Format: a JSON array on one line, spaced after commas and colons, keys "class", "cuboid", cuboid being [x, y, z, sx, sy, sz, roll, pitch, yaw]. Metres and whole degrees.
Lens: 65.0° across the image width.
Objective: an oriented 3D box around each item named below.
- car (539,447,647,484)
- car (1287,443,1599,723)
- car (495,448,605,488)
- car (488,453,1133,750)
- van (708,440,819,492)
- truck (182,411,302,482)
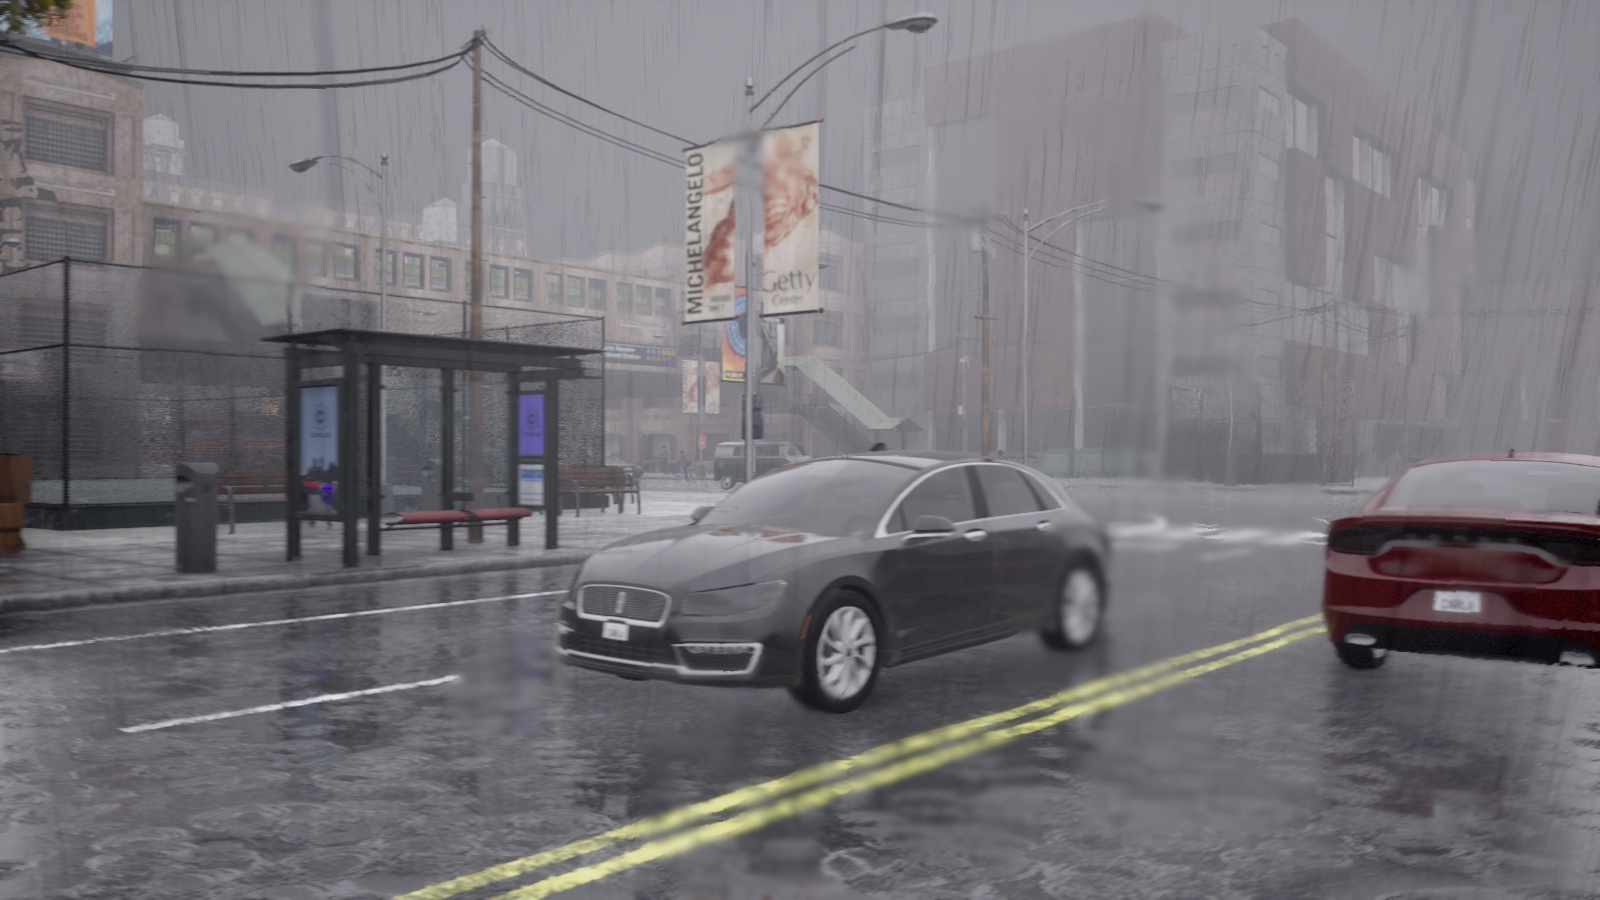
[{"class": "car", "cuboid": [-9.493, 0.686, 57.376, 5.027, 1.651, 2.152, 0, 0, 40]}, {"class": "car", "cuboid": [5.403, 0.735, 9.305, 1.882, 1.535, 5.008, 0, 0, 39]}, {"class": "car", "cuboid": [-10.751, 0.745, 53.855, 4.611, 1.667, 2.242, 0, 0, 40]}, {"class": "car", "cuboid": [0.405, 0.771, 8.790, 1.837, 1.490, 4.892, 0, 0, 40]}, {"class": "van", "cuboid": [-1.517, 0.628, 50.743, 4.442, 1.987, 1.775, 0, 0, 41]}, {"class": "truck", "cuboid": [-32.134, -0.174, 72.110, 8.468, 3.827, 2.891, 0, 0, 40]}]
